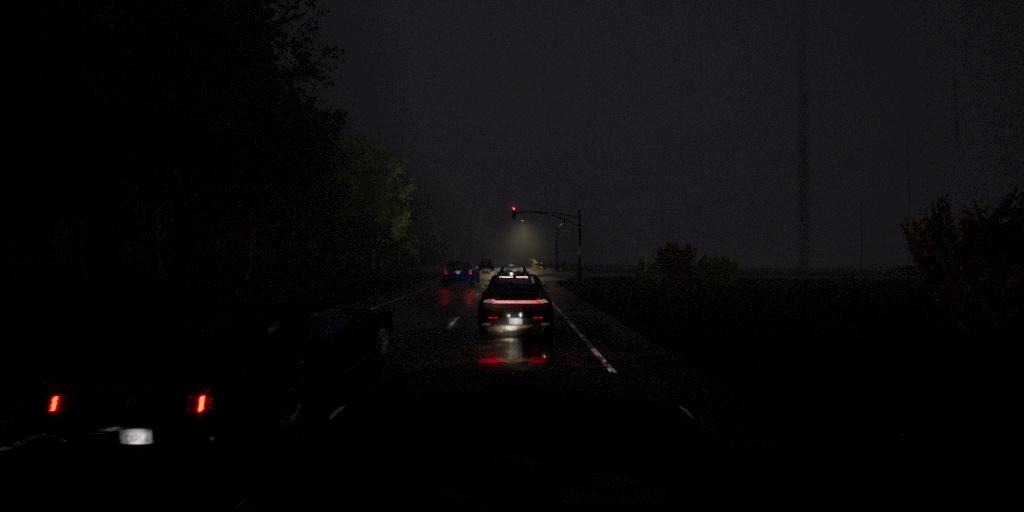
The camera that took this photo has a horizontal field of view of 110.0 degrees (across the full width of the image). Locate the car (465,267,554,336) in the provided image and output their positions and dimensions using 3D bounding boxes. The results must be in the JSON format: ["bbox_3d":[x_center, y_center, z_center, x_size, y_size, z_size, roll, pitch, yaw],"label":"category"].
[{"bbox_3d":[0.084,1.238,10.394,2.128,1.511,4.902,0,0,0],"label":"car"}]

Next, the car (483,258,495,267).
[{"bbox_3d":[-3.508,1.075,50.594,2.097,1.767,4.553,0,0,0],"label":"car"}]

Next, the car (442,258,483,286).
[{"bbox_3d":[-3.449,1.092,25.000,2.097,1.767,4.553,0,0,0],"label":"car"}]

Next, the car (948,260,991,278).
[{"bbox_3d":[50.197,1.493,38.703,5.566,2.045,2.150,1,-1,1],"label":"car"}]

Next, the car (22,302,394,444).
[{"bbox_3d":[-3.405,1.349,5.475,1.895,1.301,4.718,0,0,0],"label":"car"}]

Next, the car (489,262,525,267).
[{"bbox_3d":[0.066,1.234,19.792,2.128,1.511,4.902,0,0,0],"label":"car"}]

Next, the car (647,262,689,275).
[{"bbox_3d":[18.397,1.334,42.392,4.553,1.767,2.097,1,-1,0],"label":"car"}]

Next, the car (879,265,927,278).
[{"bbox_3d":[46.306,1.779,42.286,4.902,1.511,2.128,1,-1,1],"label":"car"}]
